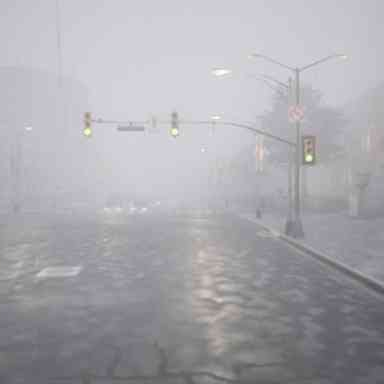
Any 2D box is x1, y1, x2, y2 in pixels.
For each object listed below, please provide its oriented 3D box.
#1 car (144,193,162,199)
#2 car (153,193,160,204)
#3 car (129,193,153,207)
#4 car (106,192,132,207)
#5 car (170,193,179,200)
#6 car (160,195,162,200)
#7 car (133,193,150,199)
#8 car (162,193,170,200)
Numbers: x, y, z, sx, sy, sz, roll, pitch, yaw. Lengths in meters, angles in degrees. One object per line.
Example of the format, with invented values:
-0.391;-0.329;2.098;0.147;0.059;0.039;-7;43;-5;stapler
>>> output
-10.309;1.066;87.792;2.033;1.411;5.357;0;0;-43;car
-7.050;1.212;56.316;1.882;1.535;5.008;0;0;0;car
-7.056;1.257;46.771;1.882;1.535;5.008;0;0;0;car
-10.553;0.998;47.308;2.150;2.045;5.566;0;0;0;car
-4.841;0.980;79.451;2.097;1.767;4.553;0;0;-29;car
-7.650;1.288;66.253;1.895;1.301;4.718;0;0;-10;car
-13.038;1.024;85.600;1.882;1.535;5.008;0;0;-43;car
-7.498;1.232;76.971;1.895;1.301;4.718;0;0;-25;car
